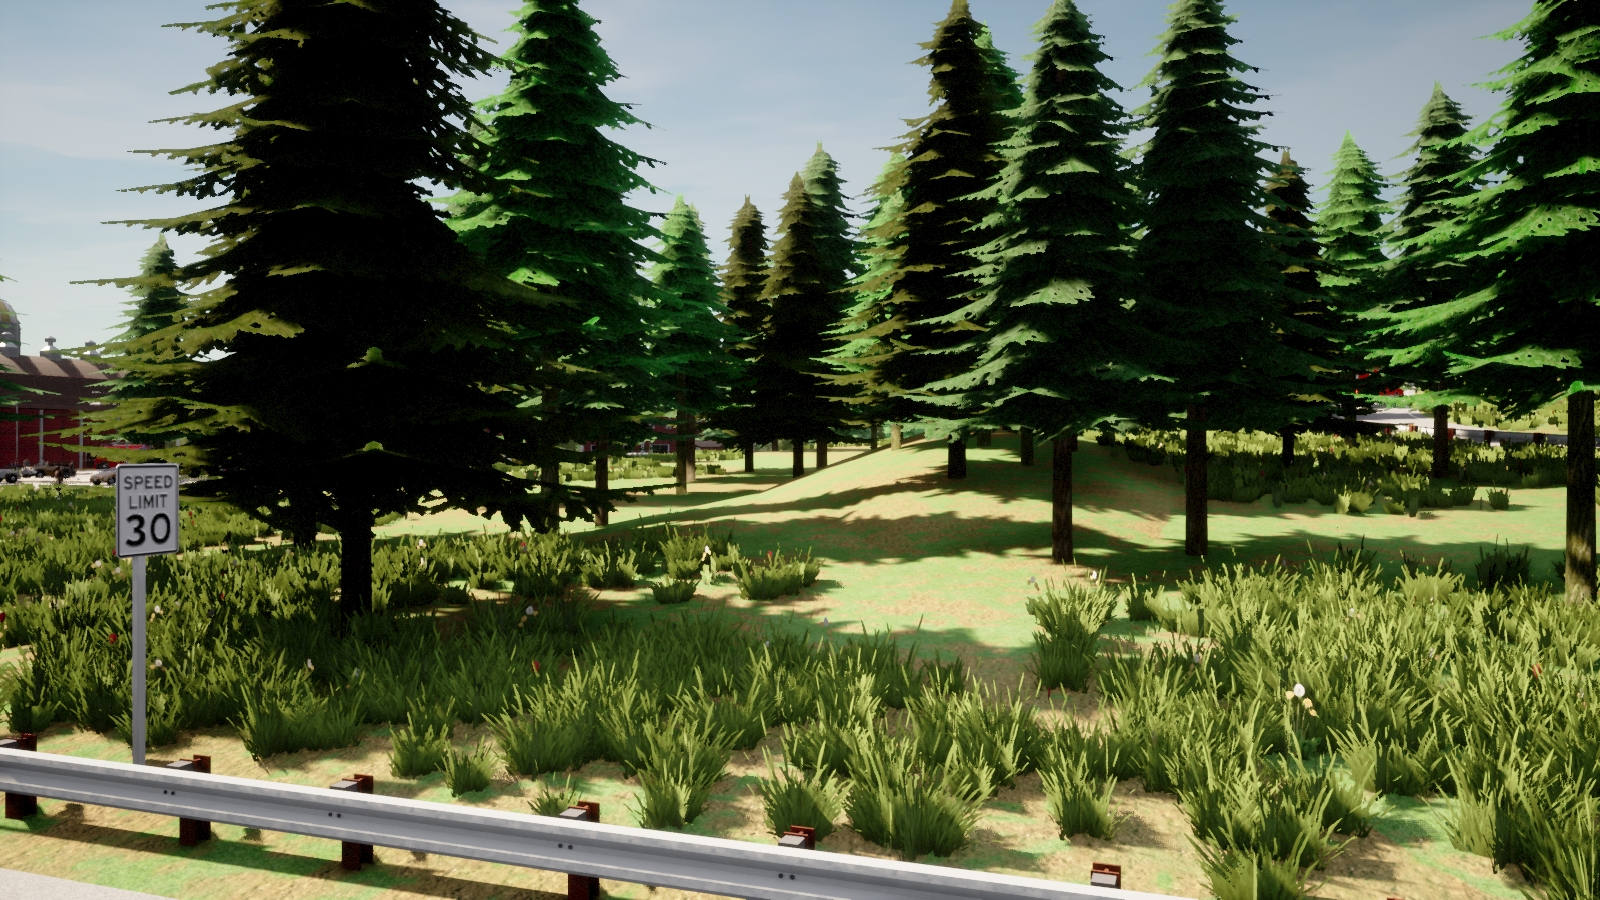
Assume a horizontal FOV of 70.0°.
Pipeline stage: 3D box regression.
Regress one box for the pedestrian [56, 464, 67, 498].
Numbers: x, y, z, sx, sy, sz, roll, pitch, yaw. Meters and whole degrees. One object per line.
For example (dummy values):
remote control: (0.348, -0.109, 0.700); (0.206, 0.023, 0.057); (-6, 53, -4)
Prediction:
pedestrian: (-40.872, 1.700, 63.226); (0.375, 1.860, 0.375); (0, 0, 29)
